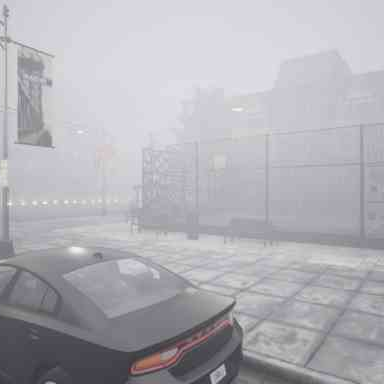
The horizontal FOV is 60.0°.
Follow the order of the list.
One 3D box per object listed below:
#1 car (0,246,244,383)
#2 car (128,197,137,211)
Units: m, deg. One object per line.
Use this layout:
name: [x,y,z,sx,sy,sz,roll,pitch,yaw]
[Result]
car: [-1.785,1.480,4.405,5.008,1.535,2.097,0,0,35]
car: [-5.462,1.352,39.892,2.097,1.767,4.553,0,0,35]
